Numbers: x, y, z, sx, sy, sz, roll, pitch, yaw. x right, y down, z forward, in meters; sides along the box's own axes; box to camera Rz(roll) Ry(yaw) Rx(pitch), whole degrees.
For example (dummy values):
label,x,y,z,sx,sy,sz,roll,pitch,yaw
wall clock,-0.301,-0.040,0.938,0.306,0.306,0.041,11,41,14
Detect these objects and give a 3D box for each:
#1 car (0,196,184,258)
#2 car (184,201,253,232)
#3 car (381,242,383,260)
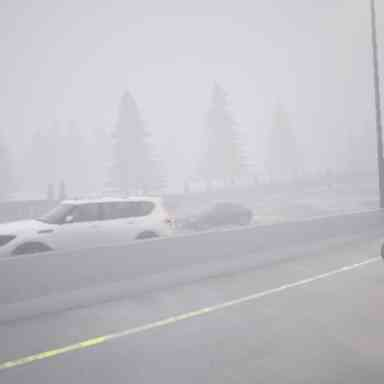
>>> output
label,x,y,z,sx,sy,sz,roll,pitch,yaw
car,-3.245,1.189,10.276,5.566,2.045,2.150,-1,1,-36
car,1.242,1.239,17.776,4.674,1.442,1.812,-4,2,-35
car,7.019,1.336,8.754,4.718,1.301,1.895,-3,2,-35
